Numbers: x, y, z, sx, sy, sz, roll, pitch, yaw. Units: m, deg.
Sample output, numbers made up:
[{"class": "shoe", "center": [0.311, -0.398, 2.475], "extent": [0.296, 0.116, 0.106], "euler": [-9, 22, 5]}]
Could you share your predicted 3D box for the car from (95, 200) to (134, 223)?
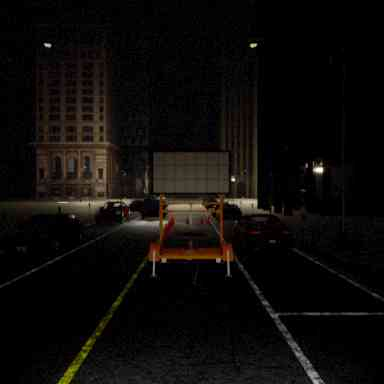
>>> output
[{"class": "car", "center": [-5.828, 1.435, 24.782], "extent": [1.967, 1.590, 4.097], "euler": [0, 0, 0]}]

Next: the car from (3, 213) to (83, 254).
[{"class": "car", "center": [-5.799, 1.564, 13.500], "extent": [1.947, 1.339, 4.313], "euler": [0, 0, 0]}]

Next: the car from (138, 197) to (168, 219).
[{"class": "car", "center": [-3.173, 1.470, 28.789], "extent": [1.882, 1.535, 5.008], "euler": [0, 0, 0]}]

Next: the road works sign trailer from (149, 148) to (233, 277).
[{"class": "road works sign trailer", "center": [-0.026, 0.463, 10.253], "extent": [2.380, 3.560, 2.880], "euler": [0, 0, 0]}]

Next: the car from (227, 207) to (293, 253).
[{"class": "car", "center": [2.726, 1.543, 13.525], "extent": [1.887, 1.381, 4.507], "euler": [0, 0, 0]}]

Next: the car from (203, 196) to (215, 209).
[{"class": "car", "center": [2.654, 1.509, 41.898], "extent": [1.752, 1.417, 4.829], "euler": [0, 0, 0]}]

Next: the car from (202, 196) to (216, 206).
[{"class": "car", "center": [2.626, 1.413, 53.010], "extent": [1.967, 1.590, 4.097], "euler": [0, 0, 0]}]

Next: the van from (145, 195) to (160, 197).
[{"class": "van", "center": [-5.885, 1.320, 47.346], "extent": [1.690, 1.788, 3.998], "euler": [0, 0, 0]}]

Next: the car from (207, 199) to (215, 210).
[{"class": "car", "center": [2.683, 1.558, 30.446], "extent": [1.947, 1.339, 4.313], "euler": [0, 0, 0]}]

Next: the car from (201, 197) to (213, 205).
[{"class": "car", "center": [2.612, 1.518, 58.651], "extent": [2.008, 1.369, 4.403], "euler": [0, 0, 0]}]

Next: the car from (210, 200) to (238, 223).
[{"class": "car", "center": [2.698, 1.545, 24.806], "extent": [2.008, 1.369, 4.403], "euler": [0, 0, 0]}]

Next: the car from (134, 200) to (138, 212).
[{"class": "car", "center": [-5.856, 1.554, 36.064], "extent": [1.947, 1.339, 4.313], "euler": [0, 0, 0]}]
